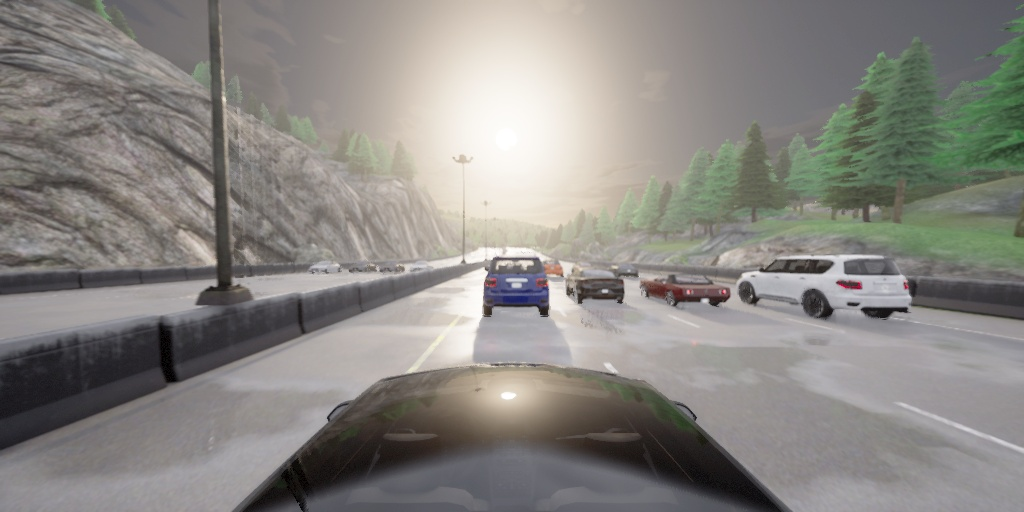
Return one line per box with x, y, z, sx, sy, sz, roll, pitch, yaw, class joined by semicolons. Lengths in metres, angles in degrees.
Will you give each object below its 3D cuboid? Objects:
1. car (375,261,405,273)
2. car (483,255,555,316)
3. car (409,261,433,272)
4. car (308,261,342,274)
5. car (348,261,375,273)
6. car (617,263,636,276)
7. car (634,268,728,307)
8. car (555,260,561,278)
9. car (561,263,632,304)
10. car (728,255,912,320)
-13.972;1.313;42.021;1.994;1.385;4.181;0;0;0;car
0.125;0.974;13.420;2.150;2.045;5.566;0;0;0;car
-10.475;1.277;41.681;1.812;1.442;4.674;0;0;0;car
-20.978;1.269;40.430;1.812;1.442;4.674;0;0;0;car
-17.471;1.310;42.055;1.994;1.385;4.181;0;0;0;car
10.695;1.330;34.760;1.994;1.385;4.181;0;0;0;car
7.137;1.360;15.452;1.895;1.301;4.718;0;0;0;car
3.694;1.114;34.885;2.097;1.767;4.553;0;0;0;car
3.639;1.234;16.465;1.882;1.535;5.008;0;0;0;car
10.630;0.985;12.889;2.150;2.045;5.566;0;0;0;car
